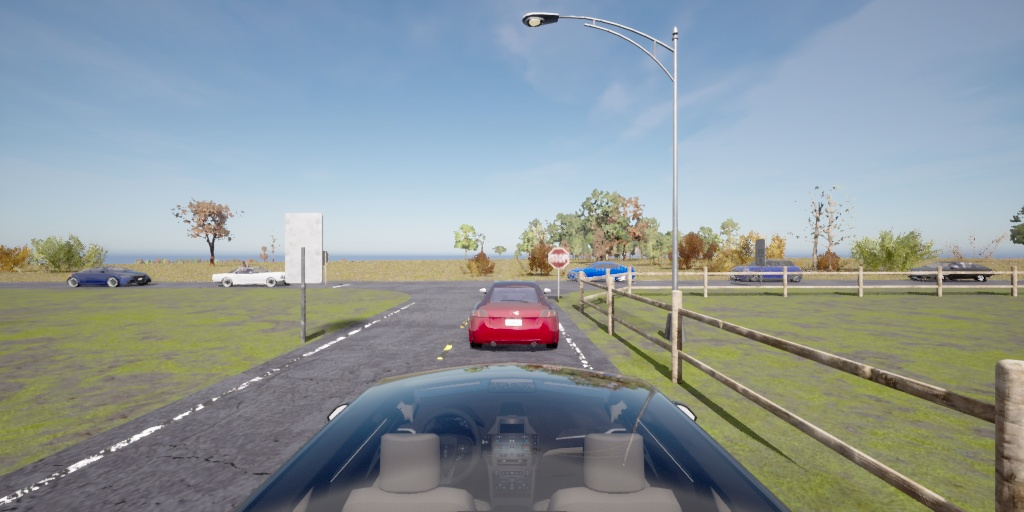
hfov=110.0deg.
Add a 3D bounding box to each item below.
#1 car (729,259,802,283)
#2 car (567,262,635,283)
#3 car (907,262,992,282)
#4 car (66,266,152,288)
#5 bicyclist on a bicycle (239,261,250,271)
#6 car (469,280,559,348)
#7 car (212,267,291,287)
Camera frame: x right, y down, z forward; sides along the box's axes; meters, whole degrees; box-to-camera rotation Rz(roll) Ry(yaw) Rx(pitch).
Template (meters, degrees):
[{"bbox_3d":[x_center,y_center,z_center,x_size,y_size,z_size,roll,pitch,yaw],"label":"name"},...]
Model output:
[{"bbox_3d":[19.000,1.053,27.027,4.553,1.767,2.097,0,0,0],"label":"car"},{"bbox_3d":[6.659,1.207,27.105,5.008,1.535,1.882,0,0,0],"label":"car"},{"bbox_3d":[32.750,1.169,26.937,4.902,1.511,2.128,0,0,1],"label":"car"},{"bbox_3d":[-27.264,1.386,24.362,4.181,1.385,1.994,0,0,0],"label":"car"},{"bbox_3d":[-22.561,1.261,30.307,0.582,1.620,1.656,0,0,0],"label":"bicyclist on a bicycle"},{"bbox_3d":[0.077,1.314,9.258,1.994,1.385,4.181,0,0,1],"label":"car"},{"bbox_3d":[-17.250,1.395,24.301,4.718,1.301,1.895,0,0,0],"label":"car"}]
